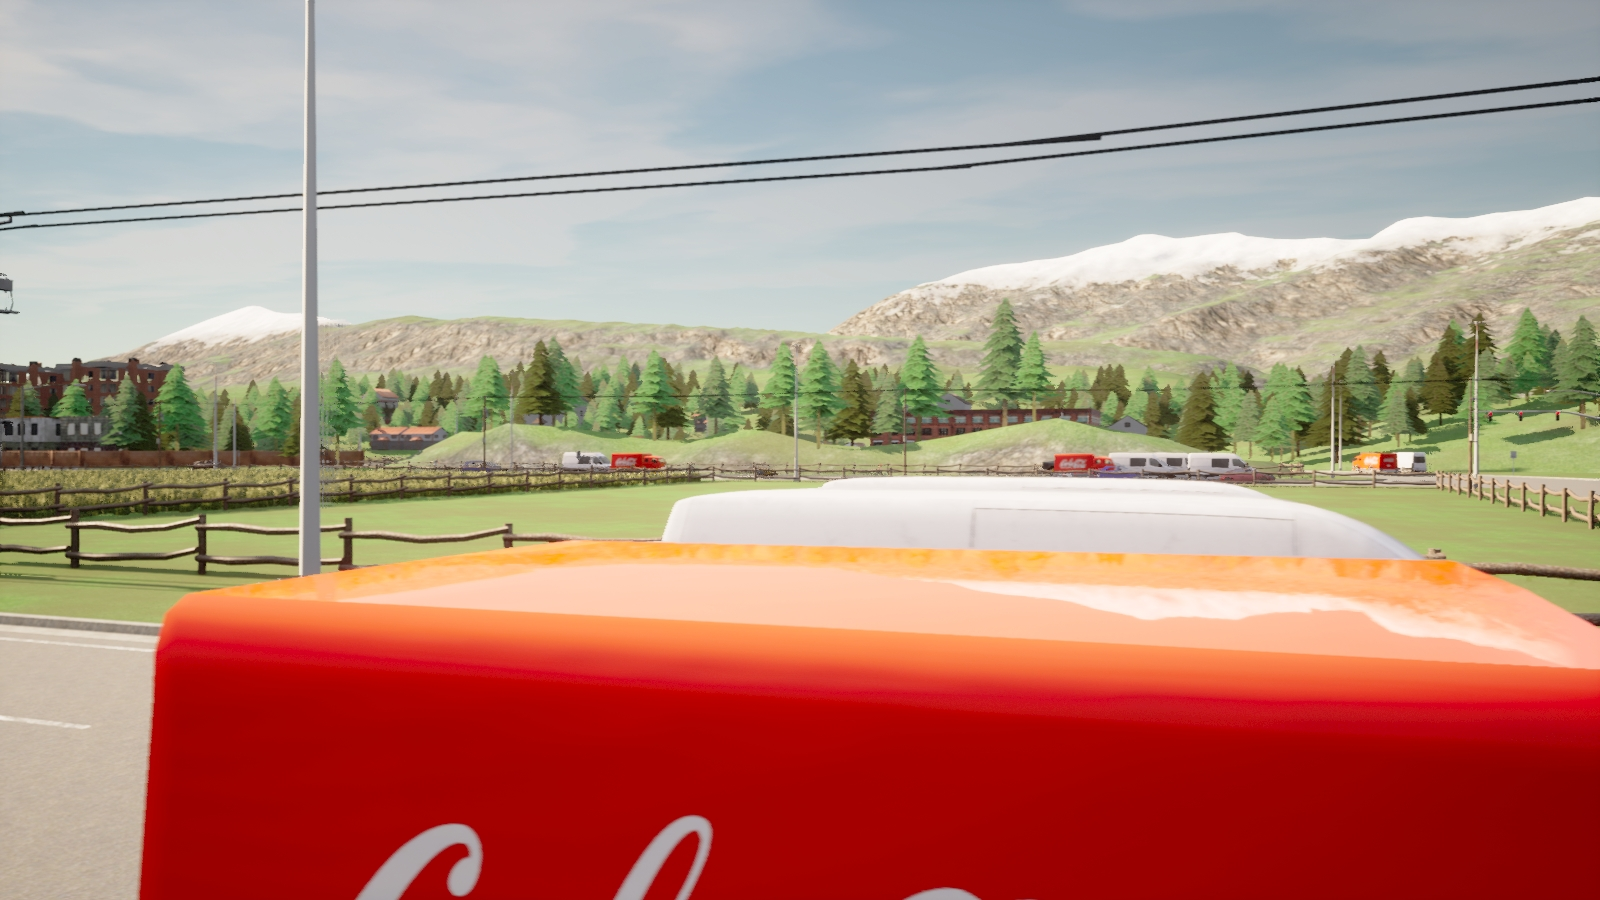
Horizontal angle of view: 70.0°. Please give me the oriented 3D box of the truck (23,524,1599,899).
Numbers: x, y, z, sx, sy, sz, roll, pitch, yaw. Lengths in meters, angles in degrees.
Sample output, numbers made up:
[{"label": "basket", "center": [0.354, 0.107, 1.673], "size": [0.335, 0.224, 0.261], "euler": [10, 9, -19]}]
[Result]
[{"label": "truck", "center": [1.081, 1.567, 2.976], "size": [5.204, 2.467, 2.627], "euler": [0, 0, 21]}]

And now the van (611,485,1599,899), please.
[{"label": "van", "center": [2.068, 1.534, 6.266], "size": [5.915, 2.561, 1.988], "euler": [0, 0, 20]}]

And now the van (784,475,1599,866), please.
[{"label": "van", "center": [2.981, 1.534, 9.659], "size": [5.915, 2.561, 1.988], "euler": [0, 0, 20]}]
